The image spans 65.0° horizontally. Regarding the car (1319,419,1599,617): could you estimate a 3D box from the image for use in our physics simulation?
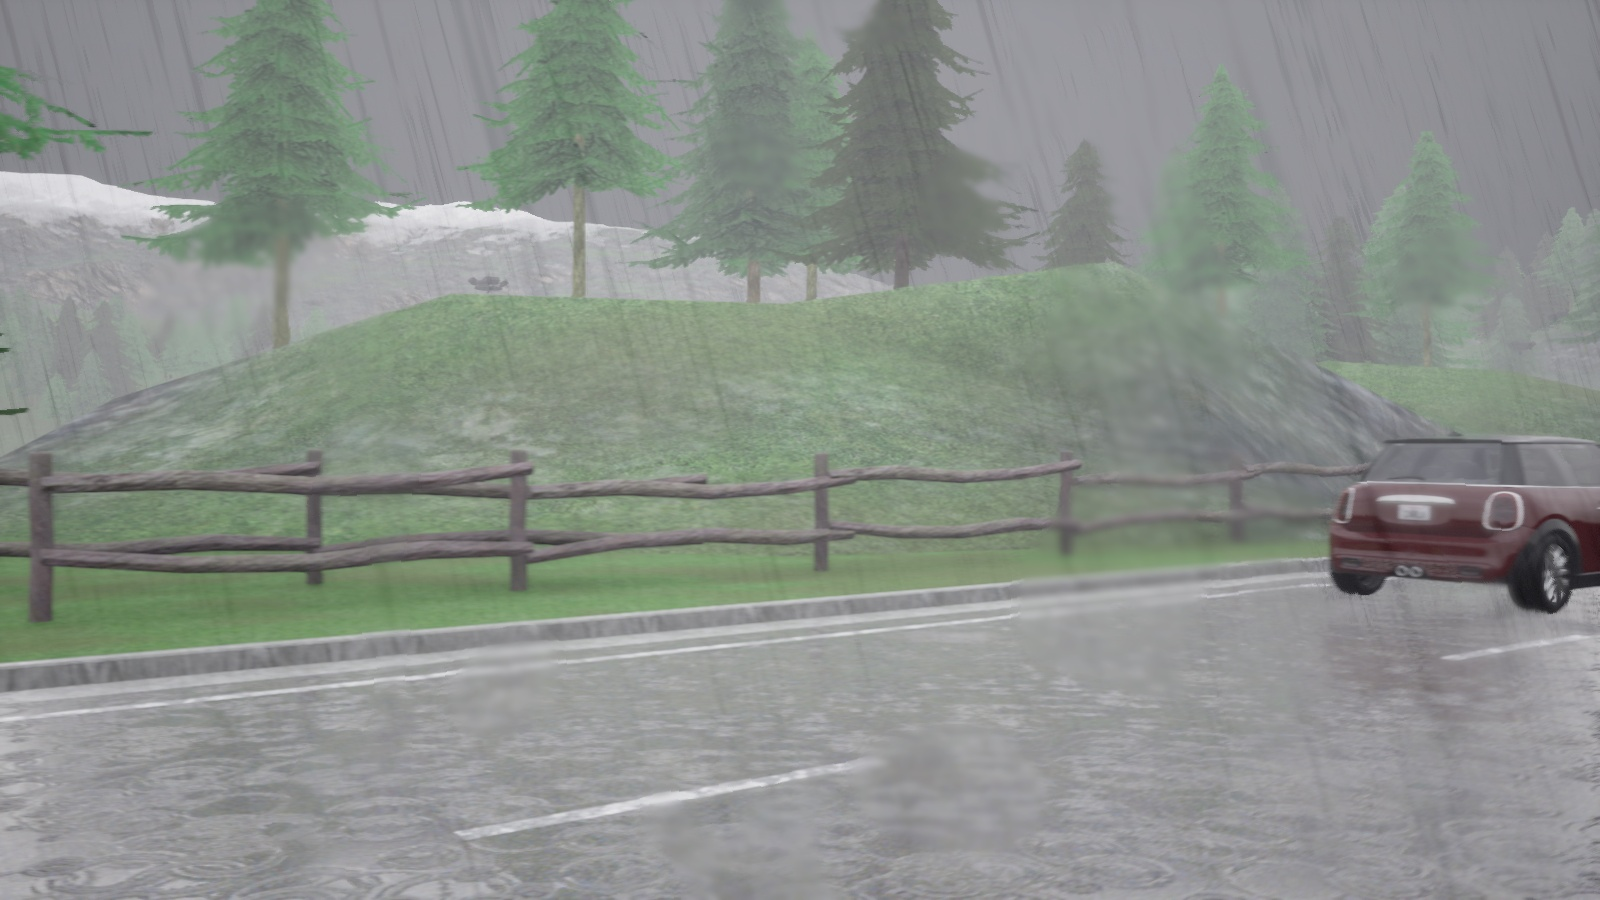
[{"bbox_3d":[7.811,0.607,13.361,4.553,1.767,2.097,0,0,-35],"label":"car"}]
